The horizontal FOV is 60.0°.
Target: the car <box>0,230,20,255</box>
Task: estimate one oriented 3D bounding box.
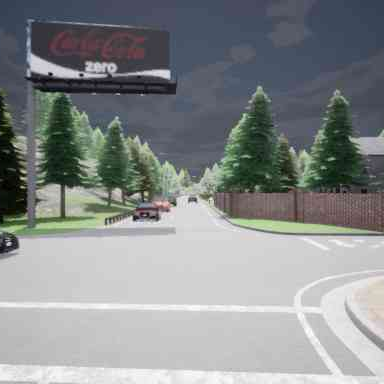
[{"bbox_3d":[-8.718,1.740,12.244,4.181,1.385,1.994,0,0,-1],"label":"car"}]

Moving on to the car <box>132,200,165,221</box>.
[{"bbox_3d":[-3.553,1.564,26.821,1.994,1.385,4.181,0,0,-1],"label":"car"}]

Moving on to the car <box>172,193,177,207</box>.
[{"bbox_3d":[-3.539,1.224,52.509,2.150,2.045,5.566,0,0,0],"label":"car"}]

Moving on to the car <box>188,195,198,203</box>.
[{"bbox_3d":[0.150,1.502,68.784,1.837,1.490,4.892,0,-1,0],"label":"car"}]

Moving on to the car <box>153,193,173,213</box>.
[{"bbox_3d":[-3.573,1.352,37.309,2.097,1.767,4.553,0,0,0],"label":"car"}]
